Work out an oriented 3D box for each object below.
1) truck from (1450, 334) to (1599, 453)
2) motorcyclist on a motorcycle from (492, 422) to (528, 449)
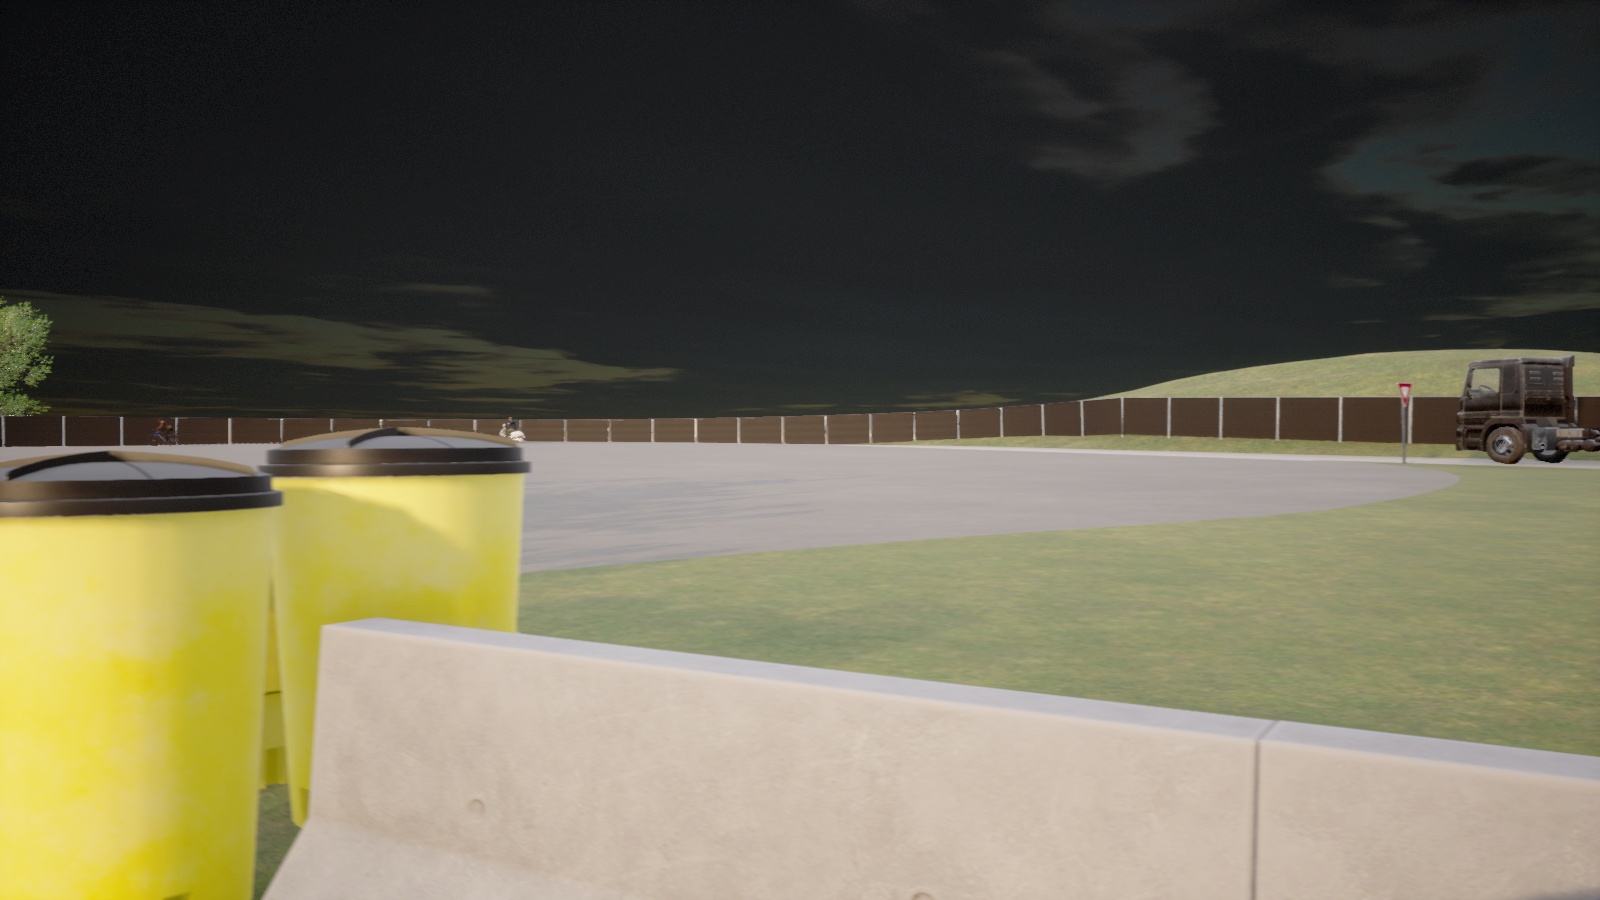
[{"bbox_3d":[24.265,-1.686,37.924,2.891,3.462,7.936,-2,1,-29],"label":"truck"},{"bbox_3d":[-17.326,-0.866,75.063,1.817,1.590,0.866,-1,3,6],"label":"motorcyclist on a motorcycle"}]
